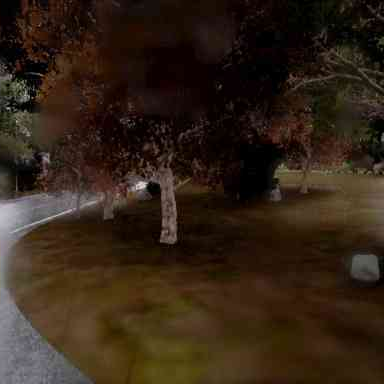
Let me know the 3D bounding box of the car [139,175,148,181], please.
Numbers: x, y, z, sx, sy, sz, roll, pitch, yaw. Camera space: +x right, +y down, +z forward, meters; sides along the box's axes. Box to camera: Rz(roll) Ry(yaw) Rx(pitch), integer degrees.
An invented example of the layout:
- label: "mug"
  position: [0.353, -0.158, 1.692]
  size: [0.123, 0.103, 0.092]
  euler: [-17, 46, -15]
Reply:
- label: "car"
  position: [-10.277, -3.301, 72.074]
  size: [1.837, 1.490, 4.892]
  euler: [0, 5, 4]
